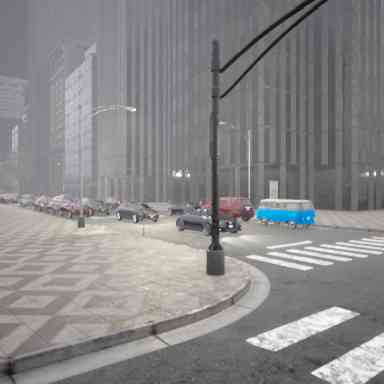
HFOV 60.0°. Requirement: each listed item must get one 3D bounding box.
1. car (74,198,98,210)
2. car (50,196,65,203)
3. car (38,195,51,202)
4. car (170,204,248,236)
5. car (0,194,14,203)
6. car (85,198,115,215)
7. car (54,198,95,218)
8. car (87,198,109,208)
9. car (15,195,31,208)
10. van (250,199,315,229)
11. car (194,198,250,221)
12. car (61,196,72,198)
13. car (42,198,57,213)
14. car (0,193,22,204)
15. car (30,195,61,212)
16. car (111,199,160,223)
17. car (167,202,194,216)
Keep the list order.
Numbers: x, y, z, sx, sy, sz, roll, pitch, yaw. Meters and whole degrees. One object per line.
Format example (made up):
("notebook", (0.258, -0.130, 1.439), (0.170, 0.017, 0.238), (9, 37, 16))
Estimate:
("car", (-14.456, 1.552, 45.206), (1.812, 1.442, 4.674), (0, 0, -36))
("car", (-27.319, 1.518, 67.575), (1.752, 1.417, 4.829), (0, 0, -36))
("car", (-33.987, 1.488, 76.713), (1.752, 1.417, 4.829), (1, 0, -35))
("car", (0.852, 1.604, 18.910), (1.994, 1.385, 4.181), (0, 0, -36))
("car", (-37.442, 1.289, 66.978), (2.192, 1.841, 5.009), (0, 0, -36))
("car", (-9.851, 1.536, 33.573), (1.837, 1.490, 4.892), (0, 0, -36))
("car", (-10.829, 1.575, 30.547), (1.887, 1.381, 4.507), (0, 0, -36))
("car", (-13.911, 1.608, 49.219), (1.802, 1.307, 4.206), (0, 0, -36))
("car", (-24.135, 1.566, 48.762), (2.008, 1.369, 4.403), (0, 0, -36))
("van", (6.052, 1.385, 21.892), (1.690, 1.788, 3.998), (0, 0, -36))
("car", (2.724, 1.358, 26.448), (2.192, 1.841, 5.009), (0, 0, -36))
("car", (-15.633, 1.551, 41.556), (1.812, 1.442, 4.674), (0, 0, -36))
("car", (-14.156, 1.609, 35.101), (1.802, 1.307, 4.206), (0, 0, -36))
("car", (-34.115, 1.302, 62.424), (2.192, 1.841, 5.009), (0, 0, -36))
("car", (-17.482, 1.464, 39.655), (1.967, 1.590, 4.097), (0, 0, -36))
("car", (-4.332, 1.541, 26.008), (1.837, 1.490, 4.892), (0, 0, -36))
("car", (-0.603, 1.605, 31.002), (1.947, 1.339, 4.313), (0, 0, -36))
